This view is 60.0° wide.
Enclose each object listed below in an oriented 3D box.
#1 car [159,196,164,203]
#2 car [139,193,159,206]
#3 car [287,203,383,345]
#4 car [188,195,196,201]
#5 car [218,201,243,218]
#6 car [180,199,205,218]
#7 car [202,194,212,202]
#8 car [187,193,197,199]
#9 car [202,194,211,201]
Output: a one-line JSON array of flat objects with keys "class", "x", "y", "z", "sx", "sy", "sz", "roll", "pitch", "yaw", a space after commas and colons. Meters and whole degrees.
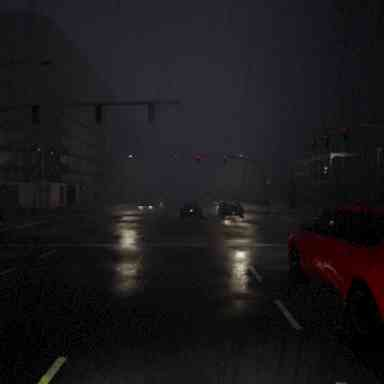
[{"class": "car", "x": -7.072, "y": 1.513, "z": 70.631, "sx": 1.812, "sy": 1.442, "sz": 4.674, "roll": 0, "pitch": 0, "yaw": 1}, {"class": "car", "x": -7.322, "y": 1.214, "z": 54.832, "sx": 2.150, "sy": 2.045, "sz": 5.566, "roll": 0, "pitch": 0, "yaw": 1}, {"class": "car", "x": 3.568, "y": 1.222, "z": 6.498, "sx": 2.150, "sy": 2.045, "sz": 5.566, "roll": 0, "pitch": 0, "yaw": 0}, {"class": "car", "x": 0.108, "y": 1.508, "z": 85.070, "sx": 2.033, "sy": 1.411, "sz": 5.357, "roll": 0, "pitch": 0, "yaw": 1}, {"class": "car", "x": 3.419, "y": 1.513, "z": 29.994, "sx": 2.128, "sy": 1.511, "sz": 4.902, "roll": 0, "pitch": 0, "yaw": -1}, {"class": "car", "x": -0.091, "y": 1.584, "z": 30.601, "sx": 1.994, "sy": 1.385, "sz": 4.181, "roll": 0, "pitch": 0, "yaw": -1}, {"class": "car", "x": 3.483, "y": 1.343, "z": 75.027, "sx": 2.097, "sy": 1.767, "sz": 4.553, "roll": 0, "pitch": 0, "yaw": 1}, {"class": "car", "x": -0.023, "y": 1.207, "z": 74.500, "sx": 2.150, "sy": 2.045, "sz": 5.566, "roll": 0, "pitch": 0, "yaw": 1}, {"class": "car", "x": 3.608, "y": 1.324, "z": 84.997, "sx": 2.097, "sy": 1.767, "sz": 4.553, "roll": 0, "pitch": 0, "yaw": 1}]
